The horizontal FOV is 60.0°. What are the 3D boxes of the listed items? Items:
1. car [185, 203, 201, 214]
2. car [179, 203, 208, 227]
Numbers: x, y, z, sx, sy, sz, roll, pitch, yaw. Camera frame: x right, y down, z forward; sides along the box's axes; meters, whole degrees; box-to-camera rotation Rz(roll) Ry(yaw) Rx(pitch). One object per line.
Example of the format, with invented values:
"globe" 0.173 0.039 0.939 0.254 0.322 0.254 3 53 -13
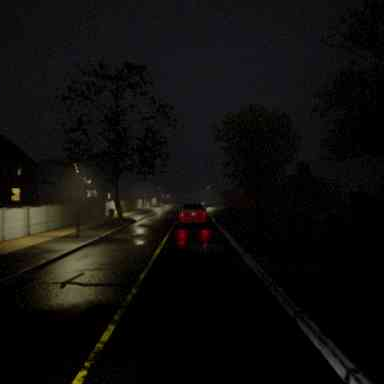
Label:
"car" 0.101 2.045 42.228 1.895 1.301 4.718 0 -1 0
"car" 0.100 1.620 25.600 2.097 1.767 4.553 0 -1 0
